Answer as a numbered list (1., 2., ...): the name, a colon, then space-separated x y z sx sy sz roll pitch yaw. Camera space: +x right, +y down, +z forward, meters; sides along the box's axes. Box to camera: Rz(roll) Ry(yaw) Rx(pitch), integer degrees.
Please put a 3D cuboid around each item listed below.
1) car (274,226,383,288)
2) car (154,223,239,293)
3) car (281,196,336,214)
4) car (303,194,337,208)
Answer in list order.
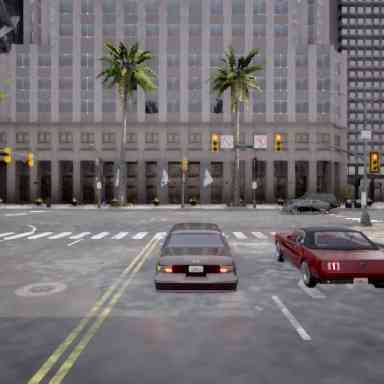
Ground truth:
1. car: 3.641 1.601 9.257 1.895 1.301 4.718 0 0 2
2. car: 0.095 1.547 8.989 2.033 1.411 5.357 0 0 0
3. car: 11.673 1.492 34.204 4.902 1.511 2.128 0 0 -3
4. car: 13.539 1.222 37.869 5.566 2.045 2.150 0 0 0
